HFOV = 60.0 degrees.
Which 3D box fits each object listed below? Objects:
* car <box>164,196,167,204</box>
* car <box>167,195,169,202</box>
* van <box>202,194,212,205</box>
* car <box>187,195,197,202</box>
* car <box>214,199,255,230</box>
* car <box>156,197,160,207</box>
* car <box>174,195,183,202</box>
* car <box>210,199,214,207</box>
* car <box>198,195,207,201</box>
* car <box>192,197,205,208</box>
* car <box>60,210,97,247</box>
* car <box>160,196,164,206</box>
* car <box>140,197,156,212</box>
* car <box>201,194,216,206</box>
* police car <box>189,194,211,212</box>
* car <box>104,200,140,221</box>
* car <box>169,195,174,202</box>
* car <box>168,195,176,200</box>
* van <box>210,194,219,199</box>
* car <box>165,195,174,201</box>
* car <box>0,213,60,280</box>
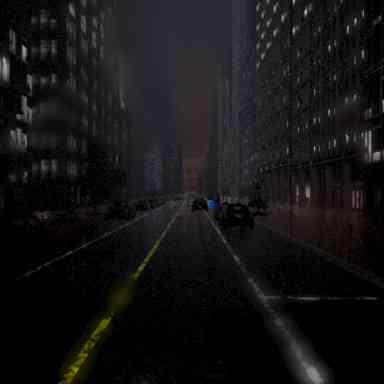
[{"bbox_3d":[-5.698,1.541,55.078,2.008,1.369,4.403,-1,0,0],"label":"car"},{"bbox_3d":[-5.697,1.571,60.762,1.802,1.307,4.206,-1,0,0],"label":"car"},{"bbox_3d":[2.681,1.331,60.762,1.690,1.788,3.998,-1,0,0],"label":"van"},{"bbox_3d":[0.000,1.402,75.066,2.128,1.511,4.902,0,0,0],"label":"car"},{"bbox_3d":[2.682,1.436,20.977,1.967,1.590,4.097,-1,0,0],"label":"car"},{"bbox_3d":[-5.697,1.558,43.711,1.947,1.339,4.313,-1,0,0],"label":"car"},{"bbox_3d":[-3.000,1.490,76.725,1.994,1.385,4.181,0,0,0],"label":"car"},{"bbox_3d":[2.683,1.520,26.830,1.752,1.417,4.829,-1,0,0],"label":"car"},{"bbox_3d":[2.683,1.536,83.496,2.008,1.369,4.403,-1,0,0],"label":"car"},{"bbox_3d":[0.900,1.470,49.057,1.882,1.535,5.008,0,0,0],"label":"car"},{"bbox_3d":[-5.698,1.522,15.123,1.752,1.417,4.829,-1,0,0],"label":"car"},{"bbox_3d":[-5.697,1.536,49.395,1.887,1.381,4.507,-1,0,0],"label":"car"},{"bbox_3d":[-5.698,1.544,38.027,2.008,1.369,4.403,-1,0,0],"label":"car"},{"bbox_3d":[2.681,1.305,55.078,2.192,1.841,5.009,-1,0,0],"label":"car"},{"bbox_3d":[0.900,1.418,39.167,1.930,1.638,5.238,0,0,0],"label":"police car"},{"bbox_3d":[-5.699,1.435,26.660,1.967,1.590,4.097,-1,0,0],"label":"car"},{"bbox_3d":[-5.698,1.538,72.129,2.008,1.369,4.403,-1,0,0],"label":"car"},{"bbox_3d":[-5.697,1.565,94.863,1.802,1.307,4.206,-1,0,0],"label":"car"},{"bbox_3d":[2.681,1.333,43.711,1.690,1.788,3.998,-1,0,0],"label":"van"},{"bbox_3d":[-5.697,1.536,83.496,2.008,1.369,4.403,-1,0,0],"label":"car"},{"bbox_3d":[-5.699,1.437,9.609,1.967,1.590,4.097,-1,0,0],"label":"car"}]
